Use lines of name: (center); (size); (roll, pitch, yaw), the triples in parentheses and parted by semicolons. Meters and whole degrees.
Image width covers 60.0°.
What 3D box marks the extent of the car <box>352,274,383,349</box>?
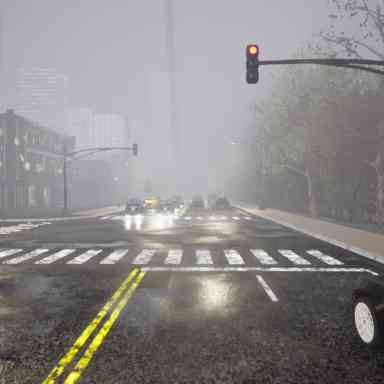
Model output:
car: (3.397, 1.477, 3.220); (1.882, 1.535, 5.008); (0, 0, 1)

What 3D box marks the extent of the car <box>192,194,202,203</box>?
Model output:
car: (1.092, 1.328, 70.450); (2.097, 1.767, 4.553); (0, 0, 1)

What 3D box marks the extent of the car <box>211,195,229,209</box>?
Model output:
car: (4.053, 1.489, 45.964); (1.837, 1.490, 4.892); (0, 0, 1)

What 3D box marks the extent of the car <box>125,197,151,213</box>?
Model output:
car: (-6.046, 1.481, 36.376); (2.128, 1.511, 4.902); (0, 0, -1)

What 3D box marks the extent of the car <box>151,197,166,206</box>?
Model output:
car: (-5.700, 1.544, 56.492); (1.994, 1.385, 4.181); (0, 0, 2)

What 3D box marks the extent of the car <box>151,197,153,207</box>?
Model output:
car: (-5.875, 1.462, 46.370); (1.882, 1.535, 5.008); (0, 0, 1)

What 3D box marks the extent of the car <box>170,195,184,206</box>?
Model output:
car: (-2.467, 1.332, 56.586); (2.097, 1.767, 4.553); (0, 0, 1)

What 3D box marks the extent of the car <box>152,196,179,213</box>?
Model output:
car: (-2.830, 1.480, 36.704); (2.128, 1.511, 4.902); (0, 0, -2)

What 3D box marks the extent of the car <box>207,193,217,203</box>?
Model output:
car: (4.358, 1.198, 71.218); (2.150, 2.045, 5.566); (0, 0, 1)

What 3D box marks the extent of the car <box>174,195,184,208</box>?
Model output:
car: (-2.630, 1.476, 46.211); (2.128, 1.511, 4.902); (0, 0, 1)

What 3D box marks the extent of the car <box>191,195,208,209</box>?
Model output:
car: (0.807, 1.532, 46.304); (2.033, 1.411, 5.357); (0, 0, 1)
